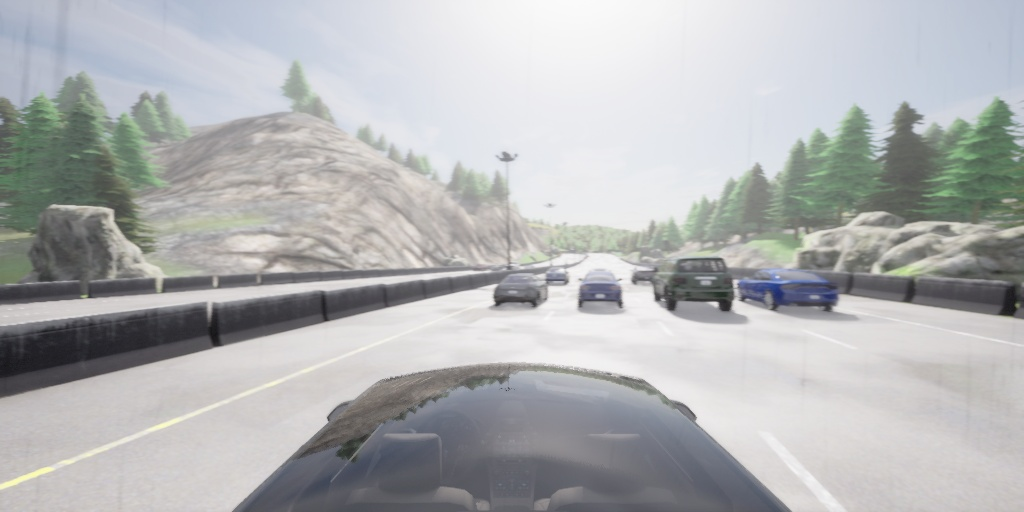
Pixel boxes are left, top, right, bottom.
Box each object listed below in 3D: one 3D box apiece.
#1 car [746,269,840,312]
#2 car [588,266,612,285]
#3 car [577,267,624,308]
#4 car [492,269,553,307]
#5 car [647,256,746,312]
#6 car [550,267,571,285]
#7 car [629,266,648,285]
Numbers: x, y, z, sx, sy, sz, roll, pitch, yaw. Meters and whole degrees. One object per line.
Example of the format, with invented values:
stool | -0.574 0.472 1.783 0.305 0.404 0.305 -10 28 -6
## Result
car | 10.755 1.251 14.447 1.882 1.535 5.008 -1 -1 14
car | 7.478 1.613 30.578 1.812 1.442 4.674 -1 -1 14
car | 3.926 1.400 15.985 1.812 1.442 4.674 -1 -1 14
car | 0.513 1.488 16.752 1.994 1.385 4.181 -1 -1 14
car | 7.233 1.034 14.806 2.150 2.045 5.566 -1 -1 14
car | 3.979 1.680 31.012 2.033 1.411 5.357 -1 -1 14
car | 10.859 1.528 29.678 2.128 1.511 4.902 -1 -1 14
